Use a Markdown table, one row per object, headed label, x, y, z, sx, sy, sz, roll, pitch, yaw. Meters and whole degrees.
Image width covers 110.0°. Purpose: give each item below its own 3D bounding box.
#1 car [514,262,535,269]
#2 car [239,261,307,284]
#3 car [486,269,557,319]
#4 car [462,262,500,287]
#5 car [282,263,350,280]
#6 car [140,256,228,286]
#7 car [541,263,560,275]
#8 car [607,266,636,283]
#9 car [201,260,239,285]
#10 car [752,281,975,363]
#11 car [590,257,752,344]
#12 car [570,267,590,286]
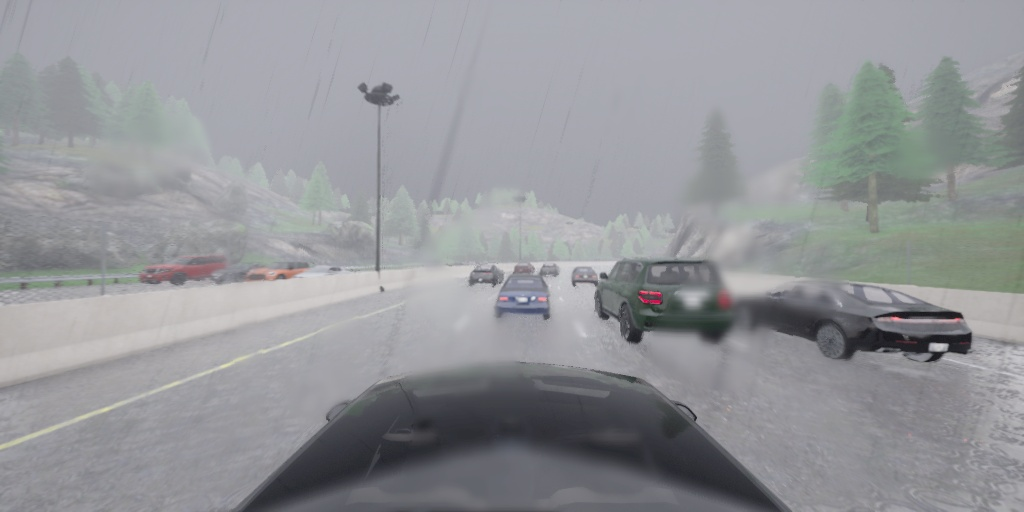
| label | x | y | z | sx | sy | sz | roll | pitch | yaw |
| --- | --- | --- | --- | --- | --- | --- | --- | --- | --- |
| car | 1.604 | 1.542 | 44.598 | 1.882 | 1.535 | 5.008 | 0 | 0 | 13 |
| car | -16.103 | 1.157 | 25.263 | 2.097 | 1.767 | 4.553 | 0 | 0 | 7 |
| car | 0.490 | 1.383 | 13.304 | 2.033 | 1.411 | 5.357 | 0 | 0 | 4 |
| car | -1.751 | 1.403 | 26.125 | 2.128 | 1.511 | 4.902 | 0 | 0 | 7 |
| car | -12.726 | 1.346 | 24.172 | 1.812 | 1.442 | 4.674 | 0 | 0 | 7 |
| car | -23.098 | 0.985 | 25.893 | 2.150 | 2.045 | 5.566 | 0 | -1 | 7 |
| car | 4.385 | 1.551 | 40.998 | 2.128 | 1.511 | 4.902 | 0 | 0 | 13 |
| car | 9.826 | 1.637 | 32.497 | 1.895 | 1.301 | 4.718 | 0 | 0 | 10 |
| car | -19.486 | 1.282 | 26.556 | 2.128 | 1.511 | 4.902 | 0 | 0 | 7 |
| car | 7.288 | 1.341 | 8.471 | 2.128 | 1.511 | 4.902 | 0 | 0 | 2 |
| car | 3.840 | 1.058 | 10.044 | 2.150 | 2.045 | 5.566 | 0 | 0 | 3 |
| car | 5.470 | 1.518 | 27.406 | 2.033 | 1.411 | 5.357 | 0 | 0 | 8 |
